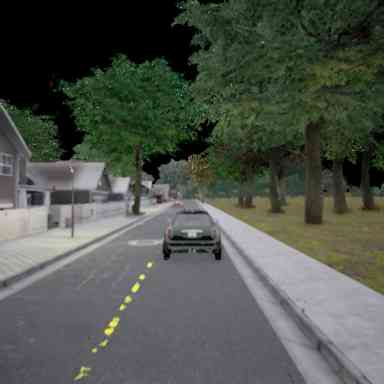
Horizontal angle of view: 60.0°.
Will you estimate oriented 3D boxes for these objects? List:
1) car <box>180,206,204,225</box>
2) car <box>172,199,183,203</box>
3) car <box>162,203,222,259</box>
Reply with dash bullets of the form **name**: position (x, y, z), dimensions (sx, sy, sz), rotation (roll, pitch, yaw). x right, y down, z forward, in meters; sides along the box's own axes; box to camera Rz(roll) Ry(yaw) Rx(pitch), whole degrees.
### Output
- **car**: position (0.017, 1.924, 28.292), dimensions (1.895, 1.301, 4.718), rotation (0, -1, 0)
- **car**: position (-2.773, 2.118, 64.677), dimensions (2.097, 1.767, 4.553), rotation (0, -1, 1)
- **car**: position (0.021, 1.501, 13.466), dimensions (2.097, 1.767, 4.553), rotation (0, -1, 0)
